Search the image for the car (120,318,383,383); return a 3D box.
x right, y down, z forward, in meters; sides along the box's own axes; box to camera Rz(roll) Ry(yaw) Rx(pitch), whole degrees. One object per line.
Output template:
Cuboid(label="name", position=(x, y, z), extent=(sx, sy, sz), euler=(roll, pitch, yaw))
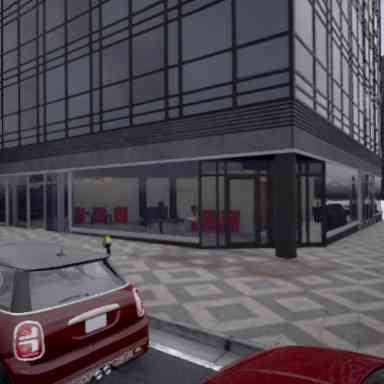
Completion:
Cuboid(label="car", position=(1.959, 1.543, 1.460), extent=(4.507, 1.381, 1.887), euler=(0, -1, 36))

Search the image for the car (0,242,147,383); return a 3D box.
Cuboid(label="car", position=(-2.618, 1.448, 4.729), extent=(4.097, 1.590, 1.967), euler=(0, -1, 36))
